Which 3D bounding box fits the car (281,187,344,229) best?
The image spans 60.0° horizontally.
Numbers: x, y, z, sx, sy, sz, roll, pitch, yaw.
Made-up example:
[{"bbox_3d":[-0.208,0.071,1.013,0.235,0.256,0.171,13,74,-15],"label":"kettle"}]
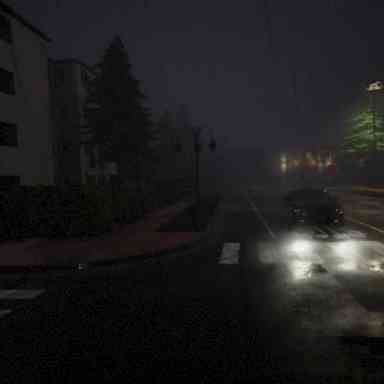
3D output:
[{"bbox_3d":[5.062,0.565,14.513,1.882,1.535,5.008,-2,3,9],"label":"car"}]
